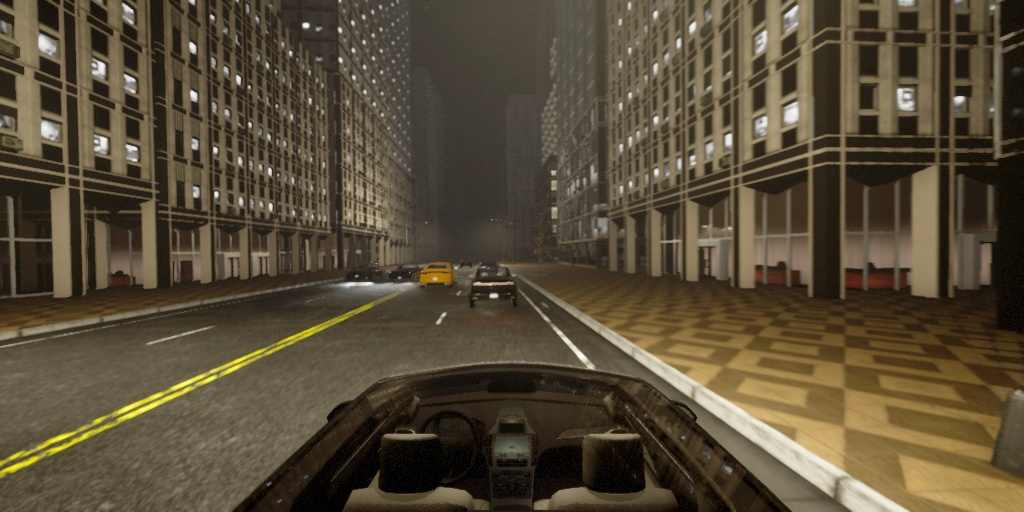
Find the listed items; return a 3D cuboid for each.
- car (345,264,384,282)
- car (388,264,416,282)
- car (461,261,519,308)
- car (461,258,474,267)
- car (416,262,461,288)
[{"bbox_3d":[-11.719,1.304,28.748,1.994,1.385,4.181,-1,0,-4],"label":"car"},{"bbox_3d":[-8.468,1.301,28.754,1.895,1.301,4.718,-1,0,-4],"label":"car"},{"bbox_3d":[-0.796,1.171,14.964,2.128,1.511,4.902,-1,0,-4],"label":"car"},{"bbox_3d":[-6.897,1.059,54.903,1.837,1.490,4.892,-1,0,-4],"label":"car"},{"bbox_3d":[-4.611,1.159,23.137,1.882,1.535,5.008,-1,0,-4],"label":"car"}]
